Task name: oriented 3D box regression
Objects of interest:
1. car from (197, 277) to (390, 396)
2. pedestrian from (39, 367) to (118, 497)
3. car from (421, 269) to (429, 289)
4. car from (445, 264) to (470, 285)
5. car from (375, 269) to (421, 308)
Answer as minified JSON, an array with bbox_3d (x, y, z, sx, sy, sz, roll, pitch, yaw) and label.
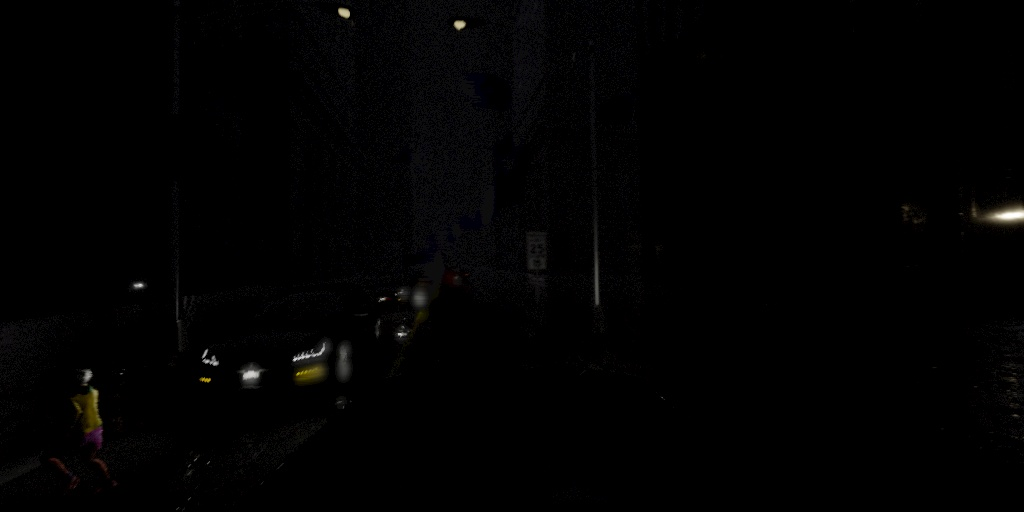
[{"bbox_3d":[-3.866,1.358,7.140,1.837,1.490,4.892,-1,-1,-10],"label":"car"},{"bbox_3d":[-3.650,1.482,3.044,0.500,1.100,0.500,1,-2,-10],"label":"pedestrian"},{"bbox_3d":[-7.172,1.665,26.278,1.994,1.385,4.181,-1,-1,-10],"label":"car"},{"bbox_3d":[-4.663,1.644,30.602,1.812,1.442,4.674,-1,-1,-10],"label":"car"},{"bbox_3d":[-5.485,1.477,16.501,1.837,1.490,4.892,-1,-1,-10],"label":"car"}]
